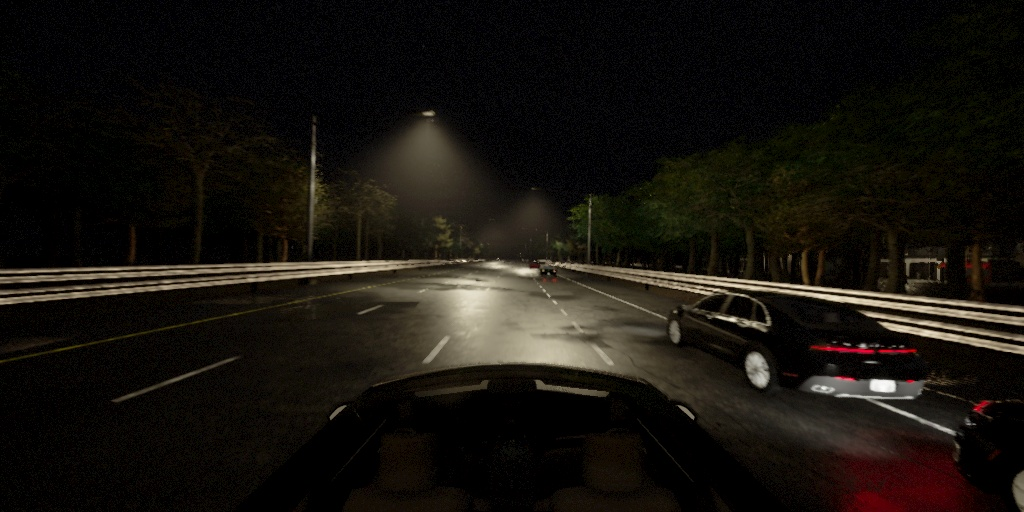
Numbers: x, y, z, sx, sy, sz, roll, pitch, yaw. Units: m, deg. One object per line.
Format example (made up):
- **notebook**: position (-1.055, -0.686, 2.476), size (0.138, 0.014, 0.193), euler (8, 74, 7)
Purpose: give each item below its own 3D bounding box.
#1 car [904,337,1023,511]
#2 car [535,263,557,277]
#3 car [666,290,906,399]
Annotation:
- **car**: position (4.688, 1.384, 0.981), size (1.837, 1.490, 4.892), euler (2, 0, 0)
- **car**: position (4.036, 1.666, 41.383), size (1.895, 1.301, 4.718), euler (2, 0, 1)
- **car**: position (4.724, 1.413, 6.972), size (1.837, 1.490, 4.892), euler (2, 0, 0)
